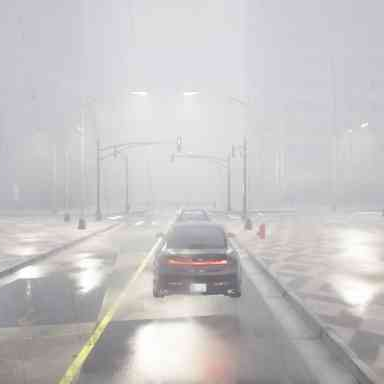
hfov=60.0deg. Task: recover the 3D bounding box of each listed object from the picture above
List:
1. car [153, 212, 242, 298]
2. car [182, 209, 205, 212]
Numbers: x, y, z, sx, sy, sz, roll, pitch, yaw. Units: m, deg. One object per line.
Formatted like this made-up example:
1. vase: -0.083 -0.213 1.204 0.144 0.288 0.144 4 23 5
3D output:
1. car: 0.103 1.502 8.510 1.837 1.490 4.892 0 0 0
2. car: 0.066 1.556 17.413 1.994 1.385 4.181 0 0 1
